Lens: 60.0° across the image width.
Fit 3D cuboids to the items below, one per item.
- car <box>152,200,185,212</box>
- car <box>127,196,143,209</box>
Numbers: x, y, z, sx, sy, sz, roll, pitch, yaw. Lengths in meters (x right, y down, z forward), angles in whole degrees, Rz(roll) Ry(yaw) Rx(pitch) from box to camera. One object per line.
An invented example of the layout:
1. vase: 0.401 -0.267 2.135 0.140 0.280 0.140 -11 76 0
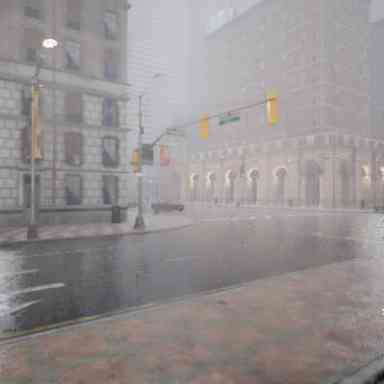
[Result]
1. car: -2.813 1.664 38.992 1.895 1.301 4.718 0 0 -36
2. car: -8.728 1.416 47.262 2.097 1.767 4.553 0 0 -35
